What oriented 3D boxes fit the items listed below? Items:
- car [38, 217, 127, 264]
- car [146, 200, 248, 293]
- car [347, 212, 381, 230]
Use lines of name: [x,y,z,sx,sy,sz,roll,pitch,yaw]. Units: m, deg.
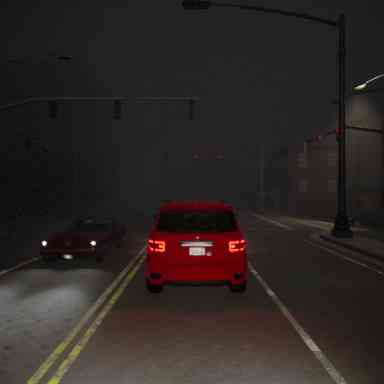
car: [-3.678,1.601,11.996,1.895,1.301,4.718,0,0,-1]
car: [0.093,1.221,9.010,2.150,2.045,5.566,0,0,0]
car: [15.831,2.564,29.615,4.892,1.490,1.837,9,0,0]
